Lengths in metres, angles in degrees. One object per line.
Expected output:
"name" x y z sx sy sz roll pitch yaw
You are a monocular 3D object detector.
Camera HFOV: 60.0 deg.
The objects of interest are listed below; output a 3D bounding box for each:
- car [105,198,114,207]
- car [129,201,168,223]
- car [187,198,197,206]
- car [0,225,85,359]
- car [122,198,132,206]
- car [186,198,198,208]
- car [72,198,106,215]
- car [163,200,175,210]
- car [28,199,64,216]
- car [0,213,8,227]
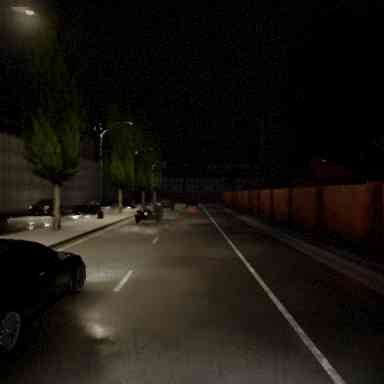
"car" -14.993 1.803 58.019 1.837 1.490 4.892 0 -1 0
"car" -3.394 1.685 26.991 2.033 1.411 5.357 0 0 0
"car" 0.014 1.851 64.140 1.812 1.442 4.674 0 0 0
"car" -3.398 1.556 5.873 1.812 1.442 4.674 0 0 0
"car" -11.488 1.821 58.655 1.837 1.490 4.892 0 -1 0
"car" 0.012 1.778 53.881 1.837 1.490 4.892 0 0 0
"car" -11.586 1.735 37.042 2.033 1.411 5.357 0 0 0
"car" -3.390 1.781 46.093 2.033 1.411 5.357 0 0 0
"car" -15.085 1.527 34.589 2.097 1.767 4.553 0 0 0
"car" -11.595 1.615 17.572 1.812 1.442 4.674 0 0 0
